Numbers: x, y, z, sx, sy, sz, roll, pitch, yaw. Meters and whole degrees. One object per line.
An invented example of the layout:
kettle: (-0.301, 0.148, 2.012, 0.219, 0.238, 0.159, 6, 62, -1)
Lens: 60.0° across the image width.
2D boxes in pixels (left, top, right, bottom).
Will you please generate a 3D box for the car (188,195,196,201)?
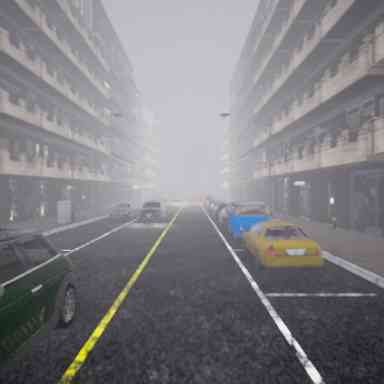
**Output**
car: (-0.008, 1.445, 81.948, 2.033, 1.411, 5.357, 0, 0, 0)

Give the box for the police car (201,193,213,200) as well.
police car: (2.994, 1.377, 56.853, 1.930, 1.638, 5.238, 0, 0, 0)

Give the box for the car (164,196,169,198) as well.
car: (-5.708, 1.496, 67.562, 1.887, 1.381, 4.507, -1, 0, 0)

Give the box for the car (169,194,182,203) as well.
car: (-3.009, 1.492, 67.279, 2.033, 1.411, 5.357, 0, 0, 0)

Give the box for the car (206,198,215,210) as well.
car: (2.678, 1.543, 33.452, 1.802, 1.307, 4.206, -1, 0, 0)

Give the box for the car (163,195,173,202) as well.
car: (-5.709, 1.500, 78.932, 1.887, 1.381, 4.507, -1, 0, 0)

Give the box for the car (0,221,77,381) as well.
car: (-3.064, 1.346, 3.902, 2.097, 1.767, 4.553, 0, 0, 0)

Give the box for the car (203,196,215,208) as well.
car: (2.676, 1.503, 39.137, 1.887, 1.381, 4.507, -1, 0, 0)

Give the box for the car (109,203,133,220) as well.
car: (-5.701, 1.548, 27.769, 1.802, 1.307, 4.206, -1, 0, 0)

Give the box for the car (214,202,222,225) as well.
car: (2.679, 1.553, 22.083, 1.802, 1.307, 4.206, -1, 0, 0)

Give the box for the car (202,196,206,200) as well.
car: (2.676, 1.537, 44.822, 1.802, 1.307, 4.206, -1, 0, 0)

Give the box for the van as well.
van: (2.677, 1.318, 16.398, 1.690, 1.788, 3.998, -1, 0, 0)

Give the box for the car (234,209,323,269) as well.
car: (2.680, 1.509, 10.883, 1.752, 1.417, 4.829, -1, 0, 0)

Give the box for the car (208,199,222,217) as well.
car: (2.679, 1.532, 27.767, 1.947, 1.339, 4.313, -1, 0, 0)

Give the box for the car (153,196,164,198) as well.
car: (-5.705, 1.479, 50.339, 1.752, 1.417, 4.829, -1, 0, 0)

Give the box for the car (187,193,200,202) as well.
car: (-0.008, 1.170, 70.512, 2.097, 1.767, 4.553, 0, 0, 0)

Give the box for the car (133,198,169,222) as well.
car: (-3.100, 1.472, 26.221, 1.837, 1.490, 4.892, 0, 0, 0)
